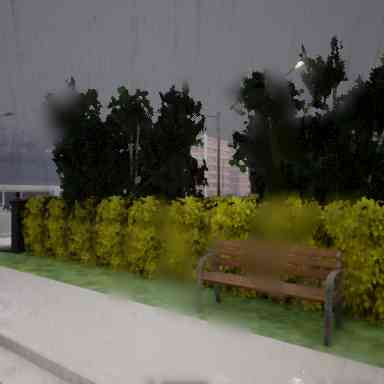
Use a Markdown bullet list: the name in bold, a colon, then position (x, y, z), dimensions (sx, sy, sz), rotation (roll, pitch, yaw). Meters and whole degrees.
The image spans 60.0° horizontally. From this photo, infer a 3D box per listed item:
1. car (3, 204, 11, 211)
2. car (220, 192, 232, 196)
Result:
- **car**: position (-18.867, 1.498, 38.793), dimensions (2.033, 1.411, 5.357), rotation (0, 0, 35)
- **car**: position (6.763, 0.729, 69.069), dimensions (2.128, 1.511, 4.902), rotation (0, 1, 35)
